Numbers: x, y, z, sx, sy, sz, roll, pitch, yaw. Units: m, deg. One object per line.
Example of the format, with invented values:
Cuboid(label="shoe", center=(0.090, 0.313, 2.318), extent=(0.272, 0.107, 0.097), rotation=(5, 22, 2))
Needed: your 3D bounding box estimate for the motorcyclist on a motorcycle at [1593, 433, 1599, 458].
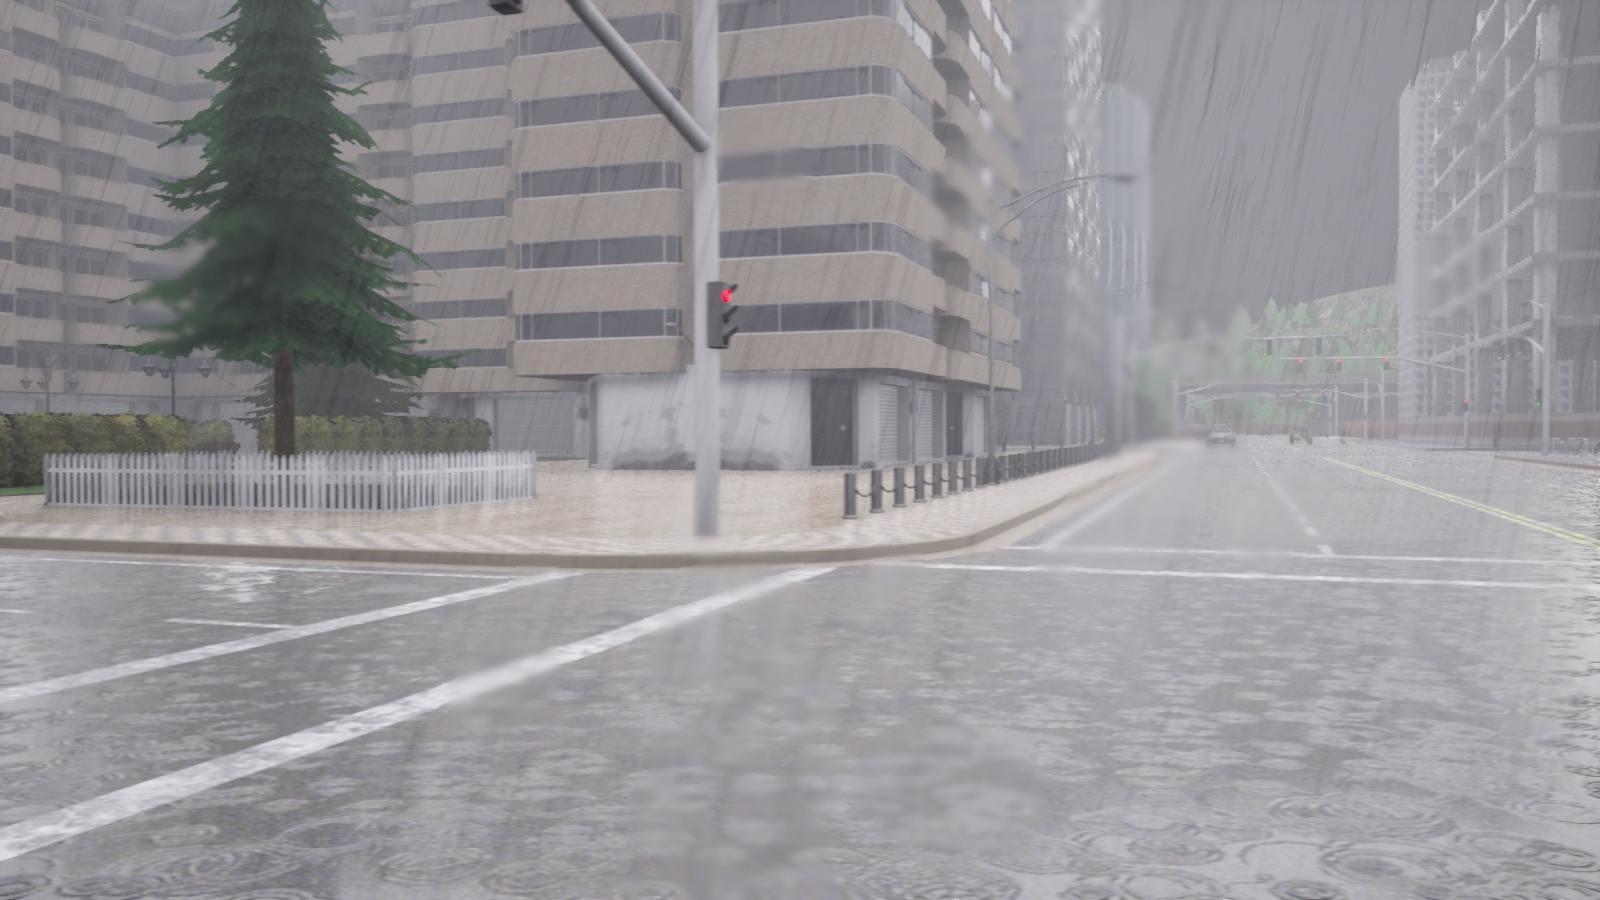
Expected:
Cuboid(label="motorcyclist on a motorcycle", center=(49.902, -0.294, 77.011), extent=(2.044, 1.523, 0.797), rotation=(1, 1, 19))
